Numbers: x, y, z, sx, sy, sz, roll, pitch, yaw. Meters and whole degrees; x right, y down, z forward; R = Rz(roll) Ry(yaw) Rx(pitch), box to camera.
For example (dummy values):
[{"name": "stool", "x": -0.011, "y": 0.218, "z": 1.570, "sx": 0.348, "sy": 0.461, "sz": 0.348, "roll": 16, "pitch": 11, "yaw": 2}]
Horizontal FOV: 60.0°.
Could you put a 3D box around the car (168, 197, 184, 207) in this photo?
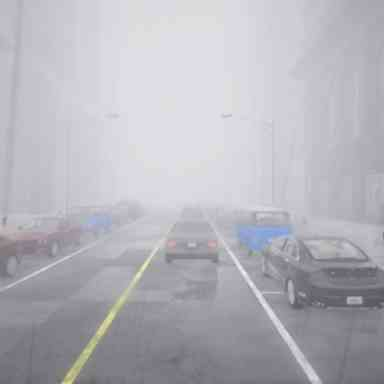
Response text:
[{"name": "car", "x": -3.023, "y": 2.192, "z": 64.619, "sx": 1.994, "sy": 1.385, "sz": 4.181, "roll": 0, "pitch": -1, "yaw": 1}]

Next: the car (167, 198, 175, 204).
[{"name": "car", "x": -5.758, "y": 2.475, "z": 92.093, "sx": 1.947, "sy": 1.339, "sz": 4.313, "roll": 0, "pitch": -1, "yaw": 0}]

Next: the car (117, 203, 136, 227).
[{"name": "car", "x": -5.761, "y": 1.787, "z": 24.676, "sx": 2.008, "sy": 1.369, "sz": 4.403, "roll": 0, "pitch": -1, "yaw": 0}]

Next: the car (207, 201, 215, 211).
[{"name": "car", "x": 2.764, "y": 1.926, "z": 35.925, "sx": 1.802, "sy": 1.307, "sz": 4.206, "roll": 0, "pitch": -1, "yaw": 0}]

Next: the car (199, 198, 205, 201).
[{"name": "car", "x": 2.765, "y": 2.133, "z": 58.399, "sx": 1.947, "sy": 1.339, "sz": 4.313, "roll": 0, "pitch": -1, "yaw": 0}]

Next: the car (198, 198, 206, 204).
[{"name": "car", "x": 2.767, "y": 2.460, "z": 92.110, "sx": 2.008, "sy": 1.369, "sz": 4.403, "roll": 0, "pitch": -1, "yaw": 0}]

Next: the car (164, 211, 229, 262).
[{"name": "car", "x": 0.008, "y": 1.668, "z": 12.530, "sx": 2.033, "sy": 1.411, "sz": 5.357, "roll": 0, "pitch": -1, "yaw": 0}]

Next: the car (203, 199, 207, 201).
[{"name": "car", "x": 2.765, "y": 1.981, "z": 47.332, "sx": 1.752, "sy": 1.417, "sz": 4.829, "roll": 0, "pitch": -1, "yaw": 0}]

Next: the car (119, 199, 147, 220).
[{"name": "car", "x": -5.761, "y": 1.605, "z": 30.297, "sx": 2.192, "sy": 1.841, "sz": 5.009, "roll": 0, "pitch": -1, "yaw": 0}]

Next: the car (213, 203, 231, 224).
[{"name": "car", "x": 2.764, "y": 1.764, "z": 24.858, "sx": 1.752, "sy": 1.417, "sz": 4.829, "roll": 0, "pitch": -1, "yaw": 0}]

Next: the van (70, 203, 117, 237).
[{"name": "van", "x": -5.762, "y": 1.524, "z": 19.060, "sx": 1.690, "sy": 1.788, "sz": 3.998, "roll": 0, "pitch": -1, "yaw": 0}]

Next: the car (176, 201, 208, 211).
[{"name": "car", "x": 0.019, "y": 1.766, "z": 28.523, "sx": 2.128, "sy": 1.511, "sz": 4.902, "roll": 0, "pitch": 0, "yaw": 0}]

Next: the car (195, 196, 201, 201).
[{"name": "car", "x": 2.391, "y": 2.107, "z": 76.667, "sx": 2.097, "sy": 1.767, "sz": 4.553, "roll": 0, "pitch": -1, "yaw": 0}]

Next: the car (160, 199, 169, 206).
[{"name": "car", "x": -5.759, "y": 2.262, "z": 69.621, "sx": 1.802, "sy": 1.307, "sz": 4.206, "roll": 0, "pitch": -1, "yaw": 0}]

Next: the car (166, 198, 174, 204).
[{"name": "car", "x": -5.758, "y": 2.396, "z": 86.475, "sx": 1.887, "sy": 1.381, "sz": 4.507, "roll": 0, "pitch": -1, "yaw": 0}]

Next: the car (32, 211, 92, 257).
[{"name": "car", "x": -5.762, "y": 1.673, "z": 13.440, "sx": 1.887, "sy": 1.381, "sz": 4.507, "roll": 0, "pitch": -1, "yaw": 0}]

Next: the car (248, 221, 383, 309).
[{"name": "car", "x": 2.763, "y": 1.627, "z": 7.832, "sx": 2.008, "sy": 1.369, "sz": 4.403, "roll": 0, "pitch": -1, "yaw": 0}]

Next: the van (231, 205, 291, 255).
[{"name": "van", "x": 2.763, "y": 1.470, "z": 13.452, "sx": 1.690, "sy": 1.788, "sz": 3.998, "roll": 0, "pitch": -1, "yaw": 0}]

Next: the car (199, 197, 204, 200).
[{"name": "car", "x": 2.766, "y": 2.169, "z": 64.017, "sx": 1.887, "sy": 1.381, "sz": 4.507, "roll": 0, "pitch": -1, "yaw": 0}]

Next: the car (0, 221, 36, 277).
[{"name": "car", "x": -5.762, "y": 1.620, "z": 7.822, "sx": 1.887, "sy": 1.381, "sz": 4.507, "roll": 0, "pitch": -1, "yaw": 0}]
